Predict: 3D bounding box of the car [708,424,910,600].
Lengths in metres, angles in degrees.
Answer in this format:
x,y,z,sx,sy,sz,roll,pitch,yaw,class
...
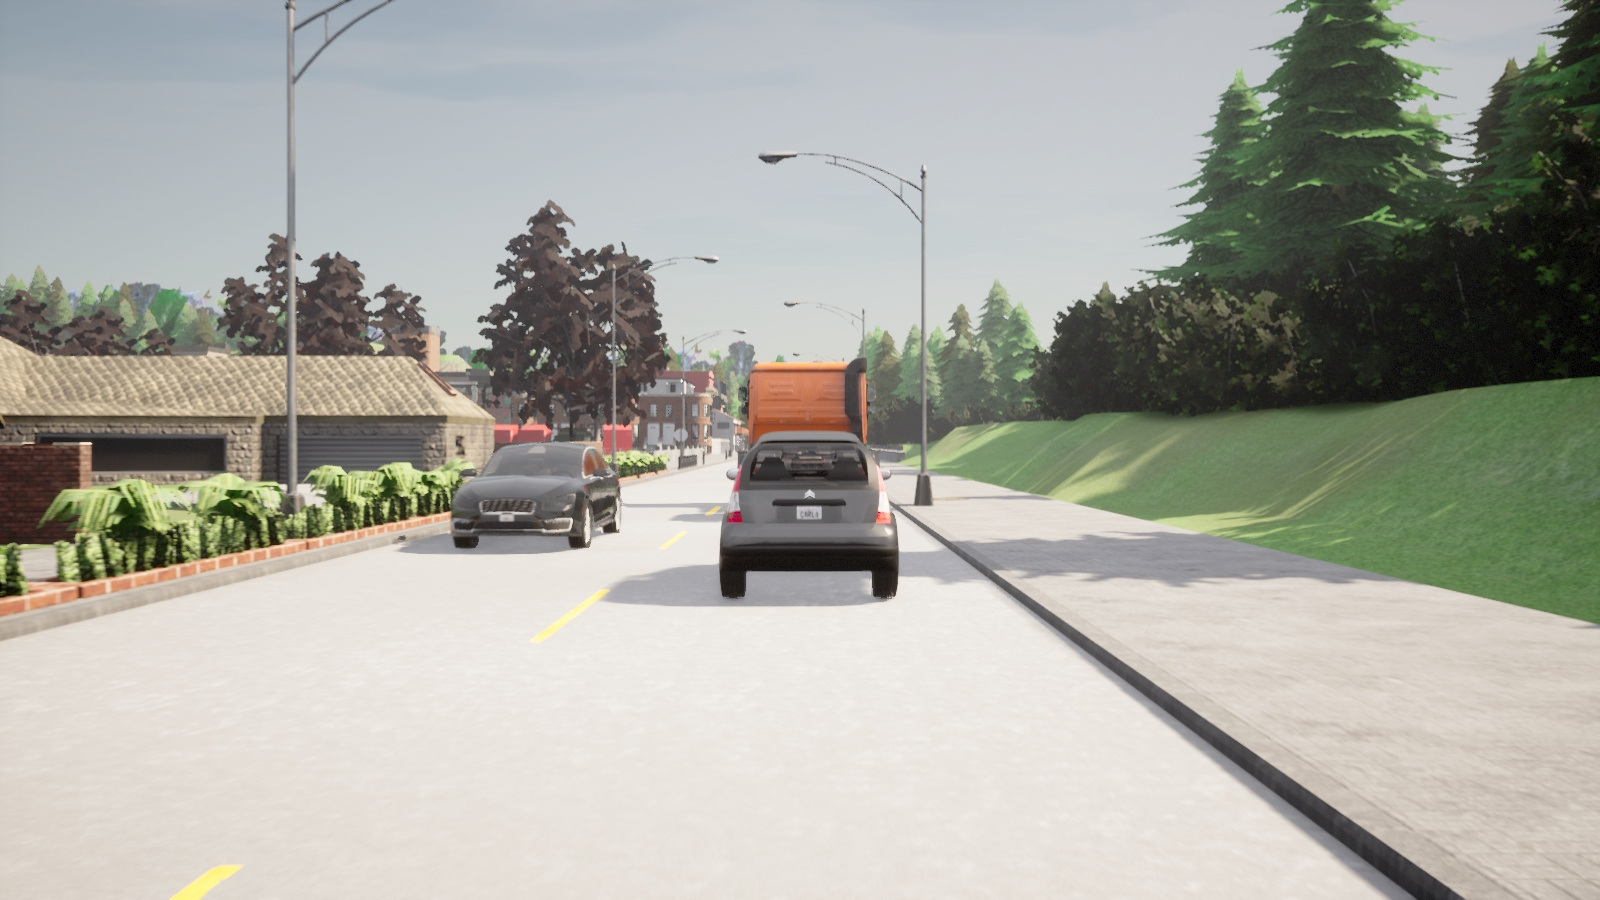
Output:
x,y,z,sx,sy,sz,roll,pitch,yaw,class
0.092,0.557,13.485,1.851,1.617,3.988,0,0,0,car

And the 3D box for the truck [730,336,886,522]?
x,y,z,sx,sy,sz,roll,pitch,yaw,class
0.168,-0.413,27.270,2.891,3.462,7.936,0,0,0,truck

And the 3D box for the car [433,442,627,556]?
x,y,z,sx,sy,sz,roll,pitch,yaw,class
-3.877,0.625,18.918,1.837,1.490,4.892,0,0,0,car
